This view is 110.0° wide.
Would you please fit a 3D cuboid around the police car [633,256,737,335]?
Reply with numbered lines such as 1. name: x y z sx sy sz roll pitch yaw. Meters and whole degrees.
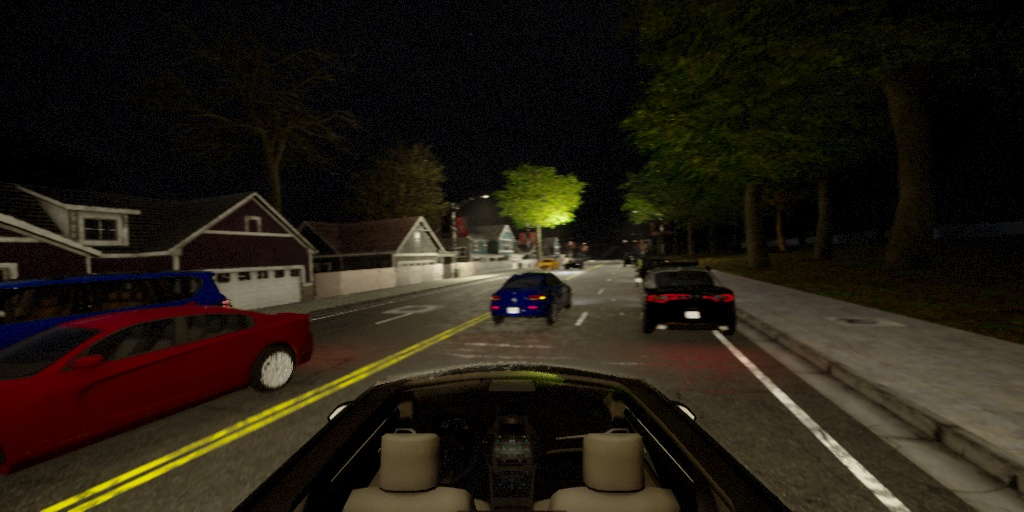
1. police car: 4.440 0.942 9.706 1.930 1.638 5.238 -3 0 18

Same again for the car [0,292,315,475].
1. car: -5.160 1.482 4.742 1.882 1.535 5.008 -3 0 18

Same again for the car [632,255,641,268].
1. car: 7.538 0.853 19.099 1.837 1.490 4.892 -3 0 18

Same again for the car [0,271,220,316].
1. car: -8.109 1.372 6.197 2.150 2.045 5.566 -3 0 18

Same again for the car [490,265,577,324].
1. car: 0.744 1.225 11.635 1.812 1.442 4.674 -3 0 18

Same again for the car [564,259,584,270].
1. car: 7.437 1.033 42.899 1.895 1.301 4.718 -3 0 18

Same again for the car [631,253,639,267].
1. car: 9.416 0.761 24.798 1.837 1.490 4.892 -3 0 18

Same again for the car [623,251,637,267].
1. car: 15.220 0.440 45.395 2.097 1.767 4.553 -3 -1 19

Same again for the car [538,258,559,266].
1. car: 4.524 1.059 44.442 1.882 1.535 5.008 -3 0 18
